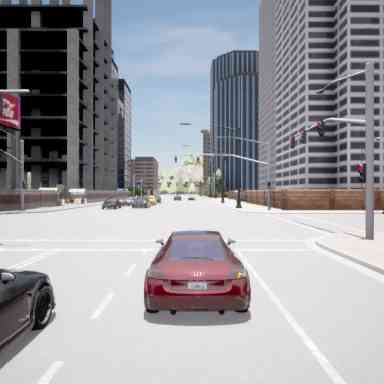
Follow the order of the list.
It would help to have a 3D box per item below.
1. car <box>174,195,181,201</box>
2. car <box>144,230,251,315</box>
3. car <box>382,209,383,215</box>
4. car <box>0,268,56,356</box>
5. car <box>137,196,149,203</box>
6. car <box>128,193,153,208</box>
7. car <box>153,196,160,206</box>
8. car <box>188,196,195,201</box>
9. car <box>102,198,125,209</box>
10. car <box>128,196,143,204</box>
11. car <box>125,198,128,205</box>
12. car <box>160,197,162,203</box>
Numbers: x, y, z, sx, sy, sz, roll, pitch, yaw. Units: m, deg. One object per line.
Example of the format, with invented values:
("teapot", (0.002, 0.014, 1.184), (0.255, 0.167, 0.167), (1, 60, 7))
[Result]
("car", (-3.635, 1.525, 84.205), (2.128, 1.511, 4.902), (0, 0, 0))
("car", (0.089, 1.564, 7.660), (1.994, 1.385, 4.181), (0, 0, 0))
("car", (18.507, 1.601, 27.580), (4.718, 1.301, 1.895), (0, 0, 0))
("car", (-3.413, 1.564, 4.244), (1.994, 1.385, 4.181), (0, 0, 0))
("car", (-10.616, 1.552, 72.725), (1.994, 1.385, 4.181), (0, 0, 0))
("car", (-7.159, 1.352, 47.018), (2.097, 1.767, 4.553), (0, 0, 0))
("car", (-7.120, 1.478, 56.354), (1.882, 1.535, 5.008), (0, 0, 0))
("car", (-0.135, 1.595, 84.240), (1.895, 1.301, 4.718), (0, 0, 0))
("car", (-10.662, 1.526, 44.475), (1.812, 1.442, 4.674), (0, 0, 0))
("car", (-10.612, 1.564, 62.730), (1.994, 1.385, 4.181), (0, 0, 0))
("car", (-10.637, 1.601, 53.583), (1.895, 1.301, 4.718), (0, 0, 0))
("car", (-7.106, 1.505, 66.552), (1.837, 1.490, 4.892), (0, 0, 0))
